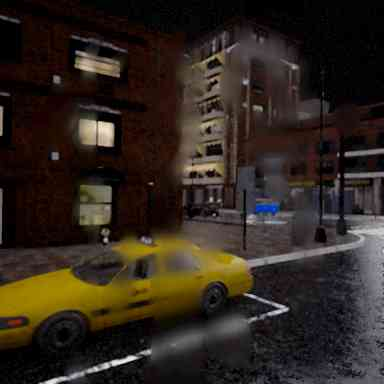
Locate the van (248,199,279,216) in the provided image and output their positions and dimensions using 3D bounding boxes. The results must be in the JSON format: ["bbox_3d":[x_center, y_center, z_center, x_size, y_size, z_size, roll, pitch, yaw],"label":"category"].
[{"bbox_3d":[7.720,1.670,37.038,1.690,1.788,3.998,1,-1,-35],"label":"van"}]

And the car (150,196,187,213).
[{"bbox_3d":[-3.135,1.549,42.622,2.150,2.045,5.566,1,-1,-34],"label":"car"}]

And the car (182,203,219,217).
[{"bbox_3d":[0.818,1.741,32.284,1.947,1.339,4.313,1,-1,-35],"label":"car"}]

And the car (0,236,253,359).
[{"bbox_3d":[-1.030,1.527,5.972,4.829,1.417,1.752,0,1,-35],"label":"car"}]
